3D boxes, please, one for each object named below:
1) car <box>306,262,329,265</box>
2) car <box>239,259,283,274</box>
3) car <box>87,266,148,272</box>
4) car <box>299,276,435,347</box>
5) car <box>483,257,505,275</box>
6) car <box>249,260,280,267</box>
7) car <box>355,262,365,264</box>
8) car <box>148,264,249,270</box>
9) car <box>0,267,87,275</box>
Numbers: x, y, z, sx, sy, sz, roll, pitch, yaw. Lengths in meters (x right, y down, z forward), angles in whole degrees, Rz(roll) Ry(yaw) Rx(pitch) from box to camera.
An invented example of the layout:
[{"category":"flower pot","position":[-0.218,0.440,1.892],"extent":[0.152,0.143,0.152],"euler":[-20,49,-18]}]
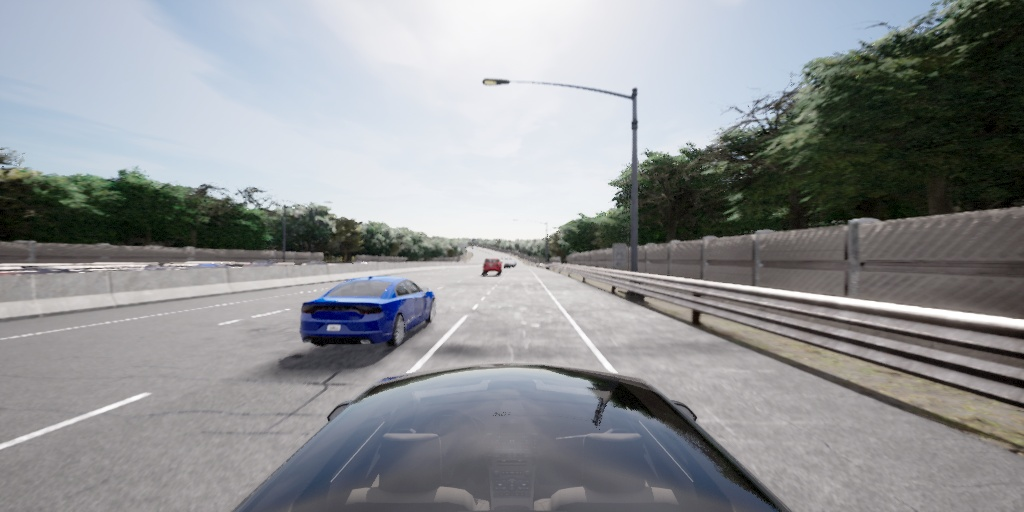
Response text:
[{"category":"car","position":[-23.524,1.436,42.970],"extent":[1.837,1.490,4.892],"euler":[0,-1,2]},{"category":"car","position":[-30.491,1.252,43.699],"extent":[2.097,1.767,4.553],"euler":[0,0,2]},{"category":"car","position":[-24.090,1.336,24.052],"extent":[2.033,1.411,5.357],"euler":[0,0,2]},{"category":"car","position":[-3.402,1.267,9.462],"extent":[1.882,1.535,5.008],"euler":[0,0,2]},{"category":"car","position":[-2.407,1.278,45.195],"extent":[2.150,2.045,5.566],"euler":[0,-1,2]},{"category":"car","position":[-27.151,1.429,39.130],"extent":[2.033,1.411,5.357],"euler":[0,0,2]},{"category":"car","position":[-19.874,1.532,46.823],"extent":[2.033,1.411,5.357],"euler":[0,-1,2]},{"category":"car","position":[-20.592,1.283,23.914],"extent":[1.882,1.535,5.008],"euler":[0,0,2]},{"category":"car","position":[-27.663,1.354,21.693],"extent":[1.895,1.301,4.718],"euler":[0,0,2]}]
